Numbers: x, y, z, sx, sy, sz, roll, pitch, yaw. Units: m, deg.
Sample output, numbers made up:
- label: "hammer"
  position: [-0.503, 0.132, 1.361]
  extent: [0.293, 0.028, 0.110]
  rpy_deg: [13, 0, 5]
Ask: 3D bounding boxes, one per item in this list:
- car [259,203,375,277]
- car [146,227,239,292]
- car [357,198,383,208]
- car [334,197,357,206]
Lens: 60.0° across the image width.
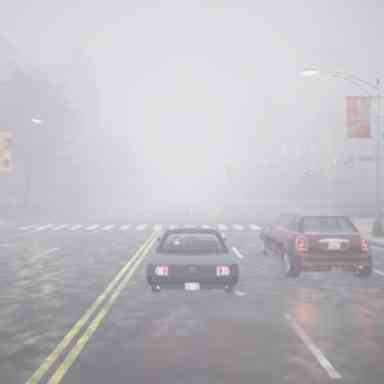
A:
- label: "car"
  position: [3.496, 1.335, 10.306]
  extent: [2.097, 1.767, 4.553]
  rpy_deg: [0, 0, 0]
- label: "car"
  position: [0.005, 1.586, 8.822]
  extent: [1.895, 1.301, 4.718]
  rpy_deg: [0, 0, 0]
- label: "car"
  position: [24.176, 1.492, 42.919]
  extent: [4.181, 1.385, 1.994]
  rpy_deg: [0, 0, 0]
- label: "car"
  position: [22.647, 1.469, 46.412]
  extent: [5.357, 1.411, 2.033]
  rpy_deg: [0, 0, 0]
